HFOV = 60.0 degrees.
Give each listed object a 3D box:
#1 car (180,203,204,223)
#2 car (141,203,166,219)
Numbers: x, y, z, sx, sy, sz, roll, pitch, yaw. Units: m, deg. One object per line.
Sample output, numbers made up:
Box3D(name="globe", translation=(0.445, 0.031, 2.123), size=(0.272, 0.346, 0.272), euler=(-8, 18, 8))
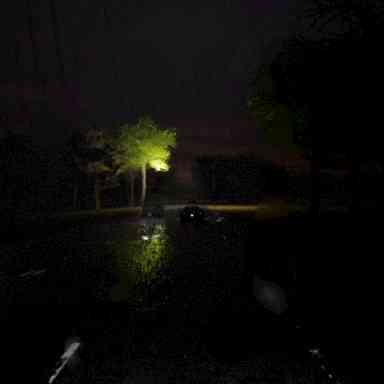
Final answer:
Box3D(name="car", translation=(0.004, 1.869, 28.582), size=(1.994, 1.385, 4.181), euler=(0, -1, 0))
Box3D(name="car", translation=(-3.744, 1.855, 33.030), size=(2.128, 1.511, 4.902), euler=(0, -1, 4))
